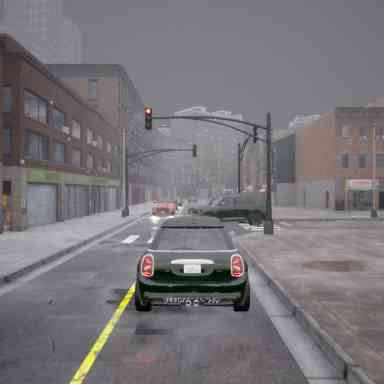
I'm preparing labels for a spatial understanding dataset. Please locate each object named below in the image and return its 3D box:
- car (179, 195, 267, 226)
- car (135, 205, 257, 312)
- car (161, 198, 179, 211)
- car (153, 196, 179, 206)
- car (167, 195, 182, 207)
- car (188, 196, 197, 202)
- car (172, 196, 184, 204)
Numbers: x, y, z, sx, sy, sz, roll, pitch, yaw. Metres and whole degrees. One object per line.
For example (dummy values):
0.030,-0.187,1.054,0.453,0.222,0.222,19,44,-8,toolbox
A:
2.295,1.213,21.777,5.566,2.045,2.150,0,0,-20,car
0.022,1.352,7.888,2.097,1.767,4.553,0,0,0,car
-2.776,1.562,43.349,2.033,1.411,5.357,0,0,0,car
-2.792,1.359,33.880,2.097,1.767,4.553,0,0,0,car
-2.747,1.378,53.468,2.097,1.767,4.553,0,0,0,car
0.133,1.612,75.555,1.994,1.385,4.181,0,0,0,car
-2.686,1.588,64.029,2.033,1.411,5.357,0,0,1,car
